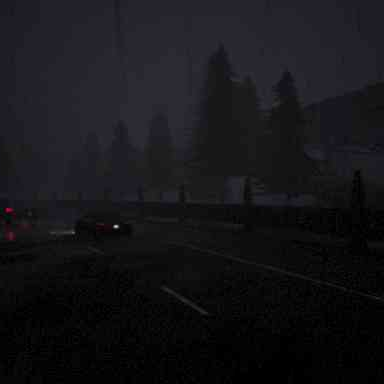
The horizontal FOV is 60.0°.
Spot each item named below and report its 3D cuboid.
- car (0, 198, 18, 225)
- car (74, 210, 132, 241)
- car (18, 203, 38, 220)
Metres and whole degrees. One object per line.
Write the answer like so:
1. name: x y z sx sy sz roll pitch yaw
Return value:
1. car: -15.611 1.496 25.833 2.150 2.045 5.566 -1 0 -42
2. car: -4.805 1.663 17.662 1.994 1.385 4.181 -1 0 -34
3. car: -16.107 1.816 31.529 1.812 1.442 4.674 -1 0 -43
